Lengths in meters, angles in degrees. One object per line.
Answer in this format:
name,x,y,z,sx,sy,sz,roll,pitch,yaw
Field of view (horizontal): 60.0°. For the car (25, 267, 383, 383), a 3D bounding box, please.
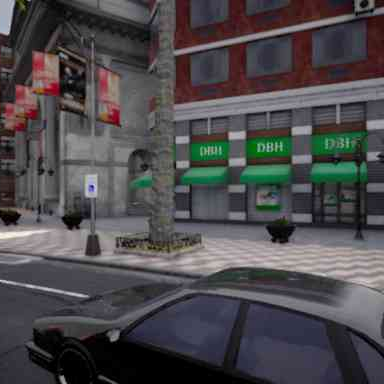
car,0.630,1.548,3.335,5.357,1.411,2.033,0,0,33
